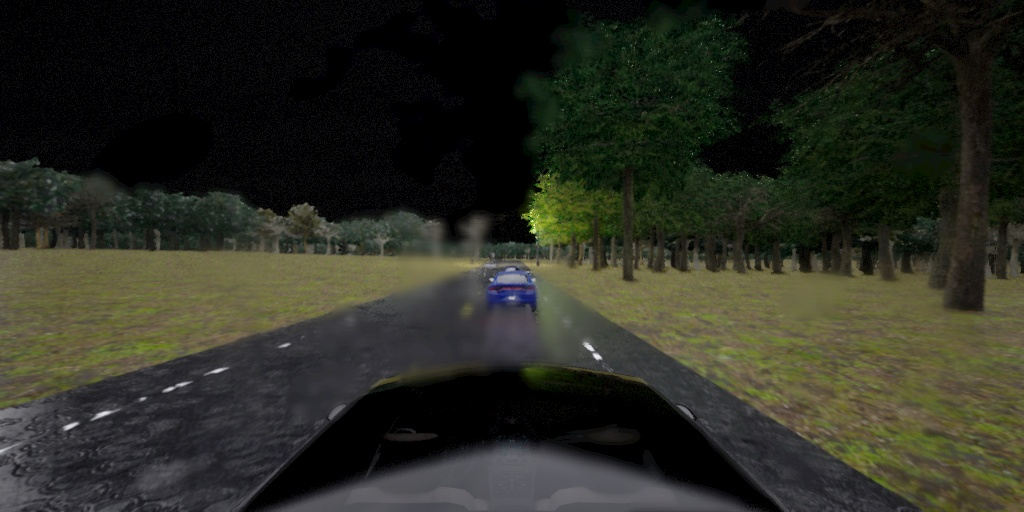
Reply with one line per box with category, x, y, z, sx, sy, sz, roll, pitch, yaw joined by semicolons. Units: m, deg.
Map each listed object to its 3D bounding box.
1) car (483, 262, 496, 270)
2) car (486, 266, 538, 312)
car;-3.574;1.639;58.389;1.895;1.301;4.718;0;0;1
car;0.050;1.372;15.199;1.882;1.535;5.008;0;0;0
